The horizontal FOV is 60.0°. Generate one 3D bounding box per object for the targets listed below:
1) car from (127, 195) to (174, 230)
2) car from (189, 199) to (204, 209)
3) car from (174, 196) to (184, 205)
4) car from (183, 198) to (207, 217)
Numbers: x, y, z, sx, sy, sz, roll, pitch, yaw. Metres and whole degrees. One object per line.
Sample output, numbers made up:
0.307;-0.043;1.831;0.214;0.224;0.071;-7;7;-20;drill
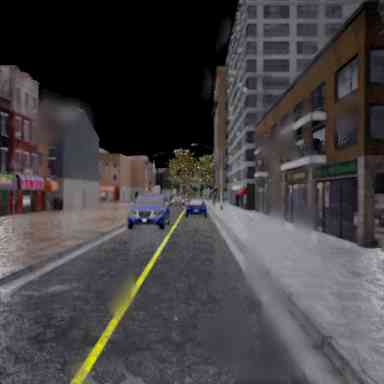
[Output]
-2.604;1.197;21.236;2.150;2.045;5.566;0;0;1;car
0.585;1.598;45.425;1.895;1.301;4.718;0;0;1;car
-2.133;1.356;53.681;2.097;1.767;4.553;0;0;1;car
0.433;1.468;31.819;1.882;1.535;5.008;0;0;1;car
